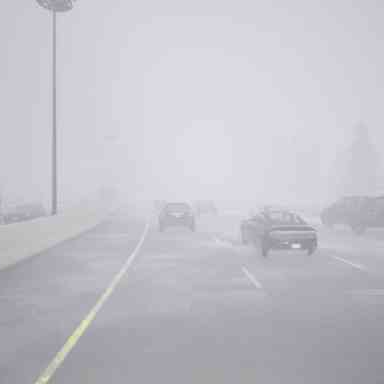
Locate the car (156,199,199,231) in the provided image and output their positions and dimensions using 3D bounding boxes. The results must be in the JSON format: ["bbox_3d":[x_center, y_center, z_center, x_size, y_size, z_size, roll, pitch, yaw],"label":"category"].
[{"bbox_3d":[-1.022,1.353,20.648,2.097,1.767,4.553,0,0,-5],"label":"car"}]

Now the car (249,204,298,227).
[{"bbox_3d":[5.691,1.599,23.934,1.895,1.301,4.718,0,0,-6],"label":"car"}]

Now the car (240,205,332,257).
[{"bbox_3d":[3.133,1.491,12.895,2.128,1.511,4.902,0,0,-3],"label":"car"}]

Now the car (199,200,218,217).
[{"bbox_3d":[1.135,1.492,31.506,2.128,1.511,4.902,0,0,-8],"label":"car"}]

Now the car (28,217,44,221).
[{"bbox_3d":[-12.231,1.532,24.741,1.812,1.442,4.674,0,0,-8],"label":"car"}]

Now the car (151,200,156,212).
[{"bbox_3d":[-3.695,1.551,39.076,2.033,1.411,5.357,0,0,-11],"label":"car"}]

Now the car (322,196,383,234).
[{"bbox_3d":[9.673,1.218,19.355,2.150,2.045,5.566,0,0,-5],"label":"car"}]
